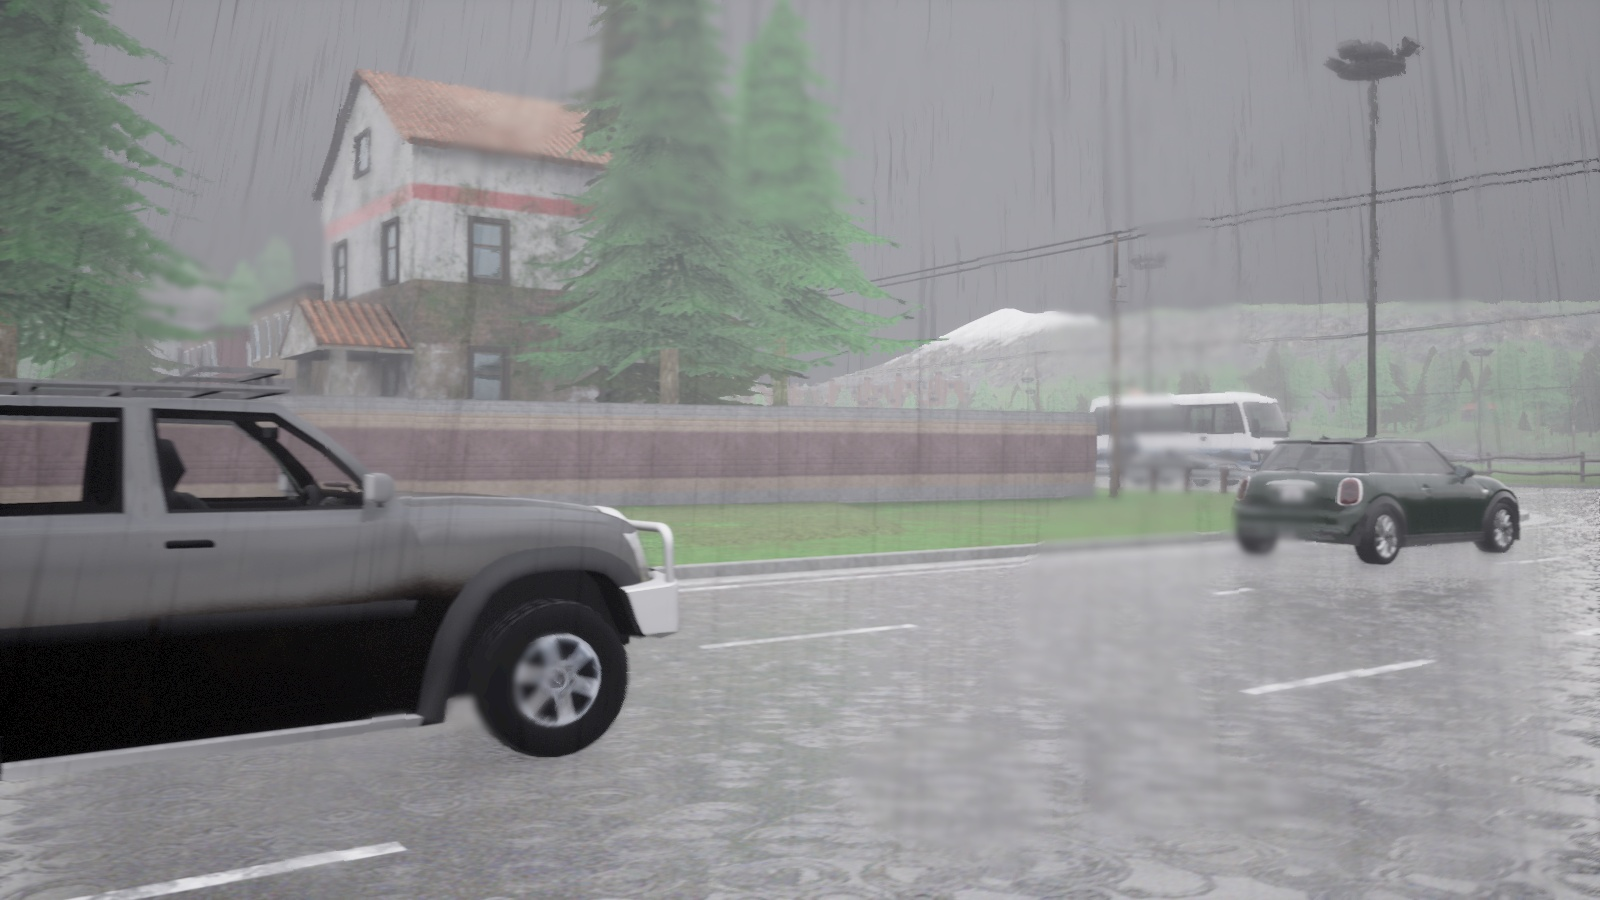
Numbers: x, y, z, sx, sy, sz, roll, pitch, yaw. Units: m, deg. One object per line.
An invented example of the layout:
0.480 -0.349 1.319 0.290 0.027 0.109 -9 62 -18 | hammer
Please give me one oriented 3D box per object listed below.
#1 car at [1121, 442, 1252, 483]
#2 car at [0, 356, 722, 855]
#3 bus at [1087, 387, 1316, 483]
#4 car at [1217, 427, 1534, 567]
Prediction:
16.259 0.504 53.109 2.152 1.651 5.027 0 0 -35 | car
-2.848 0.580 5.942 4.605 1.855 1.932 0 0 -35 | car
19.244 -0.657 61.007 3.944 4.253 10.273 0 0 -35 | bus
8.293 0.585 17.971 4.553 1.767 2.097 0 0 -35 | car
